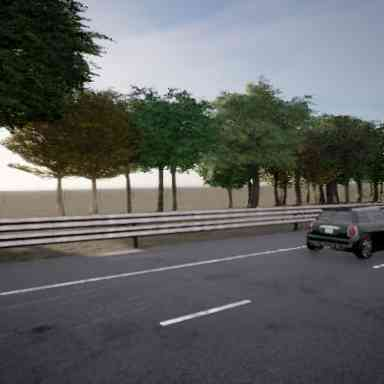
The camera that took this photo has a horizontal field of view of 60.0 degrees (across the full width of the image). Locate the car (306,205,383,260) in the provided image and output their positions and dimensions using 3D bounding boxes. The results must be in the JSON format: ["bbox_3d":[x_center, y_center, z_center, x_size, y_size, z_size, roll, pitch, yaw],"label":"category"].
[{"bbox_3d":[6.434,1.345,12.636,4.553,1.767,2.097,0,0,-35],"label":"car"}]
